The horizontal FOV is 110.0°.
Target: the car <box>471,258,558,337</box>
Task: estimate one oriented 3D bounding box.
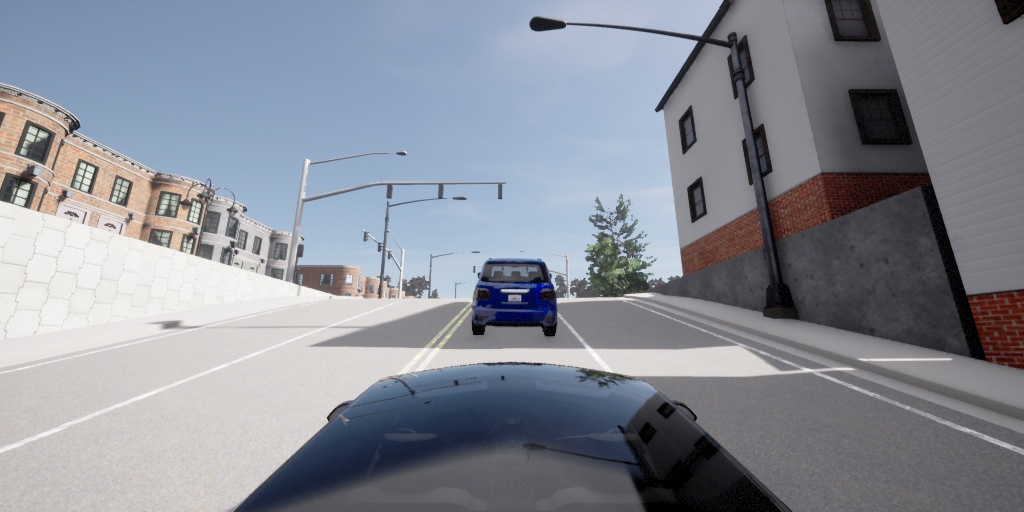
[{"bbox_3d":[0.077,1.095,10.881,2.150,2.045,5.566,1,-1,0],"label":"car"}]
